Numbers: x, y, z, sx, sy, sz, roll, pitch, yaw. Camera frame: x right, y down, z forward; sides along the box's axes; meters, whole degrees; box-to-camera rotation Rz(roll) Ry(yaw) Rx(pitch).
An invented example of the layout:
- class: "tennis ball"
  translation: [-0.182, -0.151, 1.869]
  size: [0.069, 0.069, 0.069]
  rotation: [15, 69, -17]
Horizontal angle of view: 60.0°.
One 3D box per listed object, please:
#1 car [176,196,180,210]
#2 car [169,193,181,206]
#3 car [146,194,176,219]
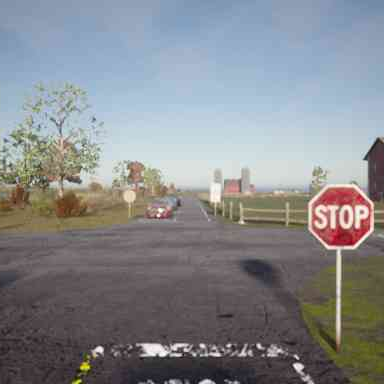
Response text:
- class: "car"
  translation: [-2.831, 1.498, 40.541]
  size: [1.812, 1.442, 4.674]
  rotation: [0, 0, 1]
- class: "car"
  translation: [-2.816, 1.187, 50.986]
  size: [2.150, 2.045, 5.566]
  rotation: [0, 0, 0]
- class: "car"
  translation: [-2.777, 1.331, 29.247]
  size: [2.097, 1.767, 4.553]
  rotation: [0, 0, -2]
